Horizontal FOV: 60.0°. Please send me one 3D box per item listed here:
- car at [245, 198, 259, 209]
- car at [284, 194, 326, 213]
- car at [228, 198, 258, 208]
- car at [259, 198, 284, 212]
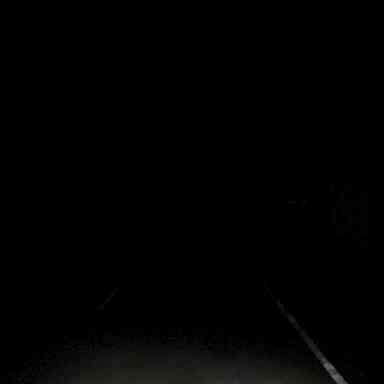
[{"bbox_3d":[8.545,1.545,46.579,4.674,1.442,1.812,0,0,-31],"label":"car"},{"bbox_3d":[13.250,1.237,37.144,5.566,2.045,2.150,0,0,-35],"label":"car"},{"bbox_3d":[7.714,1.585,50.122,4.181,1.385,1.994,0,0,-30],"label":"car"},{"bbox_3d":[10.663,1.494,39.435,5.008,1.535,1.882,0,0,-37],"label":"car"}]
